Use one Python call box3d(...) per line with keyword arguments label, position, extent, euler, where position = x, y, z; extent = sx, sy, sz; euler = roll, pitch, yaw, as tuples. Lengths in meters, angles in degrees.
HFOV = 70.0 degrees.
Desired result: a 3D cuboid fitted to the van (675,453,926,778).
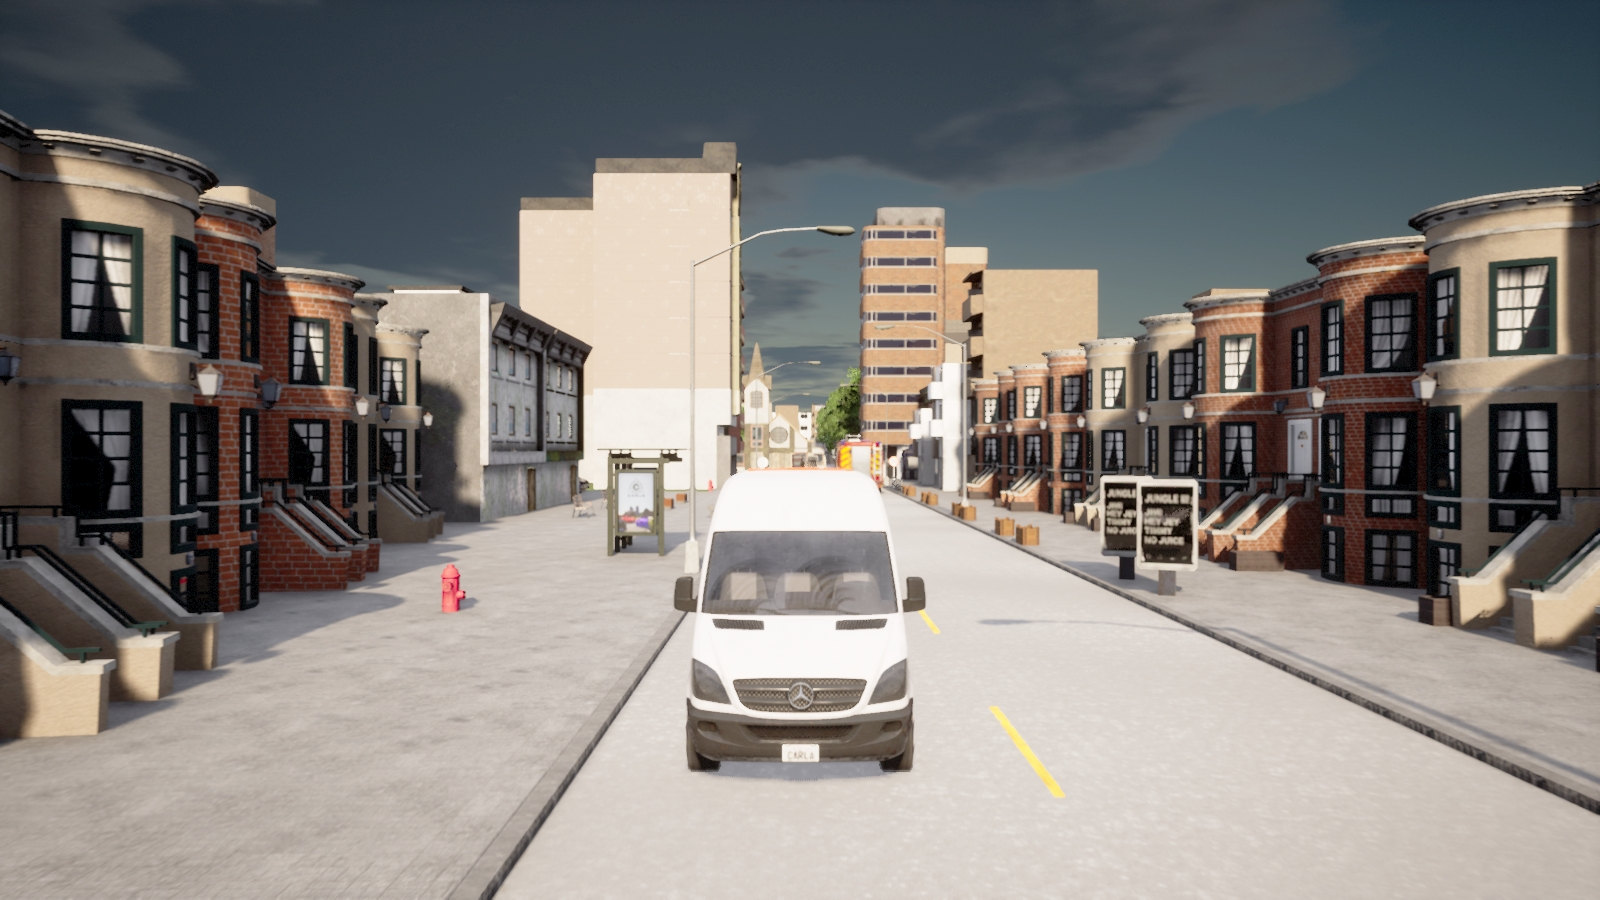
box3d(label="van", position=(0.006, 1.313, 11.992), extent=(1.988, 2.561, 5.915), euler=(0, 0, 0))
